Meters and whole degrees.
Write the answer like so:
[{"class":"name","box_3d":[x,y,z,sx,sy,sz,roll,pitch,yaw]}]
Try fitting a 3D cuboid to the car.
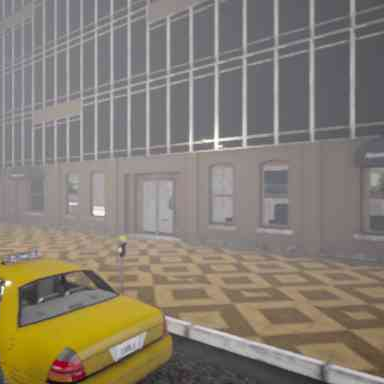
[{"class":"car","box_3d":[-2.515,1.505,4.671,4.829,1.417,1.752,0,0,35]}]
